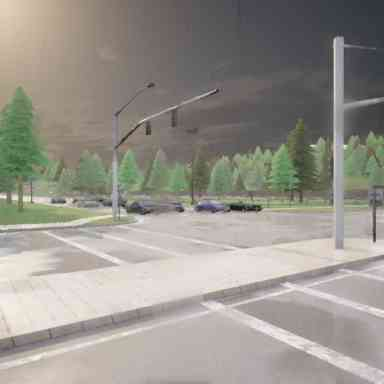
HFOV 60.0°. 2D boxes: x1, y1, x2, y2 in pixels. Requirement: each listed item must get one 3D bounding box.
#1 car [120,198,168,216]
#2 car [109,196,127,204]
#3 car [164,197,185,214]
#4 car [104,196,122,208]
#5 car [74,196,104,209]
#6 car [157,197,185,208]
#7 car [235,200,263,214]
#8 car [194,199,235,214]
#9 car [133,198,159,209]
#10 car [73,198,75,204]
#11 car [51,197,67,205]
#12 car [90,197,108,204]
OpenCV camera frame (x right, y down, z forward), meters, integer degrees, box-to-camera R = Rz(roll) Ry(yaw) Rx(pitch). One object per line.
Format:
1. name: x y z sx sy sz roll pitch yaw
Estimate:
1. car: -4.814 1.548 32.673 2.033 1.411 5.357 0 0 -35
2. car: -14.393 1.564 64.760 1.994 1.385 4.181 0 0 -35
3. car: -2.531 1.564 35.537 1.994 1.385 4.181 0 0 -35
4. car: -11.150 1.547 47.827 2.033 1.411 5.357 0 0 -35
5. car: -14.422 1.601 46.397 1.895 1.301 4.718 0 0 -35
6. car: -3.125 1.504 48.576 1.837 1.490 4.892 0 0 -35
7. car: 5.450 1.601 36.347 1.895 1.301 4.718 0 0 -35
8. car: 2.058 1.525 35.089 1.812 1.442 4.674 0 0 -35
9. car: -6.616 1.564 47.459 1.994 1.385 4.181 0 0 -35
10. car: -20.603 1.525 61.403 1.812 1.442 4.674 0 0 -35
11. car: -24.400 1.548 60.736 2.033 1.411 5.357 0 0 -35
12. car: -17.749 1.601 63.435 1.895 1.301 4.718 0 0 -35
